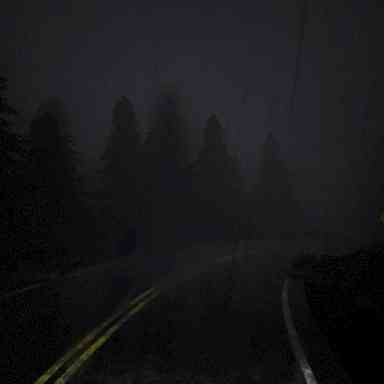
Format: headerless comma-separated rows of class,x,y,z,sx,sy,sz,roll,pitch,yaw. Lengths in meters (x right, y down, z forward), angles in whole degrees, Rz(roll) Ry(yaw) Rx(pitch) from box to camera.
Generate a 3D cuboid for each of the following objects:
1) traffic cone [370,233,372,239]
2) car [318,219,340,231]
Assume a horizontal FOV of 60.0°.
traffic cone,18.975,4.784,35.627,0.340,0.580,0.340,0,-4,35
car,23.819,5.746,58.054,2.150,2.045,5.566,0,-4,3
